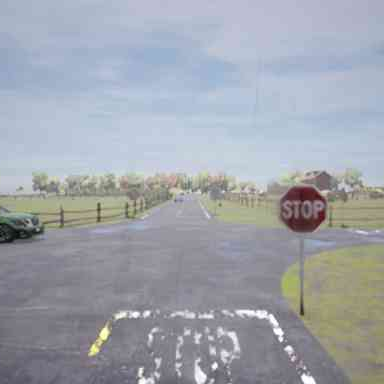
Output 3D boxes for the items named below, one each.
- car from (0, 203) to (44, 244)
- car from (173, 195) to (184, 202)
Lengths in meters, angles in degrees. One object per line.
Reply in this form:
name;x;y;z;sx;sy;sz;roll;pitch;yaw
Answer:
car;-9.680;1.321;14.953;5.566;2.045;2.150;0;-1;0
car;-2.655;1.301;66.873;1.812;1.442;4.674;0;0;0
